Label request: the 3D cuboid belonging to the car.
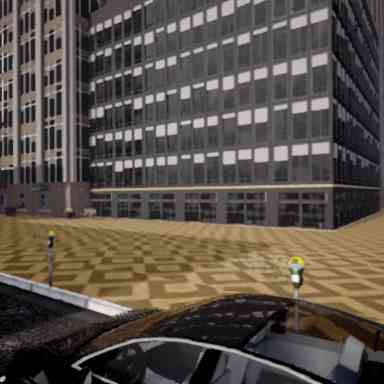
[{"bbox_3d":[0.244,1.573,2.706,4.313,1.339,1.947,0,0,35],"label":"car"}]
